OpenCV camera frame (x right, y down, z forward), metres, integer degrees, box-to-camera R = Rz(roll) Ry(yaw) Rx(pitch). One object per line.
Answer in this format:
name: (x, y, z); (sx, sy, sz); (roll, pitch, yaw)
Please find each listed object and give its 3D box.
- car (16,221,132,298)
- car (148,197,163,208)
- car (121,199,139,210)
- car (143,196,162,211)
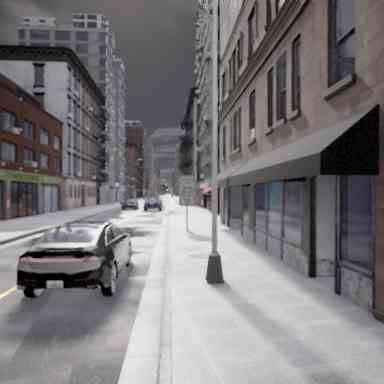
car: (-2.681, 1.489, 8.538); (2.128, 1.511, 4.902); (0, 0, -4)
car: (-5.498, 1.542, 50.881); (2.128, 1.511, 4.902); (0, 0, -4)
car: (-8.021, 1.577, 43.563); (2.033, 1.411, 5.357); (0, 0, -4)
car: (-4.775, 1.385, 40.905); (2.097, 1.767, 4.553); (0, 0, -3)
